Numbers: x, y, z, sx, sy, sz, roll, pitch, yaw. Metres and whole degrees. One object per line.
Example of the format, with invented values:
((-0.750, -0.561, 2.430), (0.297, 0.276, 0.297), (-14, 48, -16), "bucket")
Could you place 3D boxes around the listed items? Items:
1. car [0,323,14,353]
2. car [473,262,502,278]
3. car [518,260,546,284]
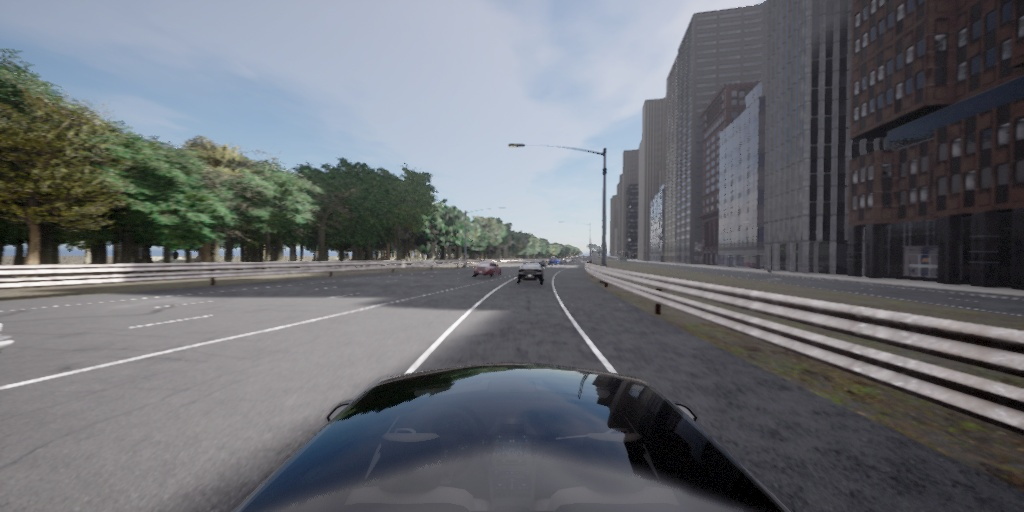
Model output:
((-9.387, 1.210, 3.760), (1.895, 1.301, 4.718), (1, 0, 13), "car")
((-2.333, 1.296, 34.632), (1.812, 1.442, 4.674), (1, 0, 13), "car")
((1.556, 1.272, 28.075), (1.882, 1.535, 5.008), (0, 0, 7), "car")
